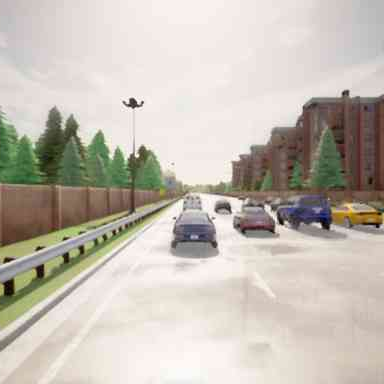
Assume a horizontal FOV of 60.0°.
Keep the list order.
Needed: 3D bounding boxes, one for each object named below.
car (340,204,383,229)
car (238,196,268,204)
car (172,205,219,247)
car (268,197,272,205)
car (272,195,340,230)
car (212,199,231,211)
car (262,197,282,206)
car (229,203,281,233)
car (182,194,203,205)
[{"bbox_3d":[10.593,1.516,22.126,1.882,1.535,5.008,0,-1,0],"label":"car"},{"bbox_3d":[6.994,1.416,38.548,2.097,1.767,4.553,0,0,0],"label":"car"},{"bbox_3d":[0.096,1.551,14.980,1.812,1.442,4.674,0,0,0],"label":"car"},{"bbox_3d":[10.494,1.416,38.475,2.097,1.767,4.553,0,0,0],"label":"car"},{"bbox_3d":[7.093,1.251,21.495,2.150,2.045,5.566,0,-1,0],"label":"car"},{"bbox_3d":[3.497,1.573,38.823,1.837,1.490,4.892,0,0,0],"label":"car"},{"bbox_3d":[13.821,1.589,57.729,2.128,1.511,4.902,0,0,0],"label":"car"},{"bbox_3d":[3.594,1.597,19.816,1.994,1.385,4.181,0,0,0],"label":"car"},{"bbox_3d":[0.041,1.287,38.218,2.150,2.045,5.566,0,0,0],"label":"car"}]
